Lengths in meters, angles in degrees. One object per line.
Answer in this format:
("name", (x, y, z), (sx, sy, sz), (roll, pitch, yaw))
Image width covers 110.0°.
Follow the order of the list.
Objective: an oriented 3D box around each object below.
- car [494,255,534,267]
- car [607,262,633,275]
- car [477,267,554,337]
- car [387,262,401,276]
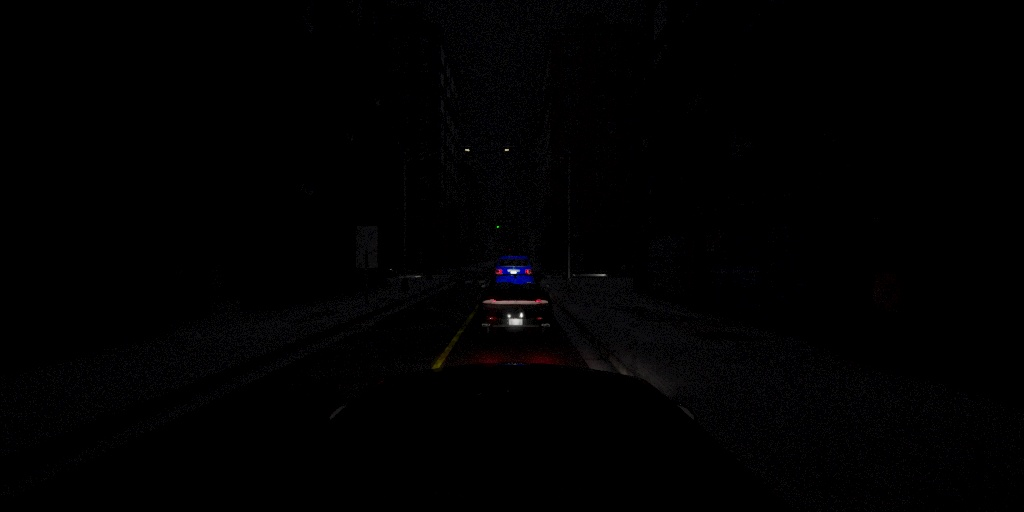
("car", (0.113, 0.973, 21.251), (2.150, 2.045, 5.566), (0, 0, 0))
("car", (12.166, 1.315, 37.648), (4.181, 1.385, 1.994), (0, 0, 0))
("car", (0.100, 1.241, 10.327), (2.128, 1.511, 4.902), (0, 0, 0))
("car", (-13.587, 1.273, 34.830), (4.674, 1.442, 1.812), (0, 0, -1))
